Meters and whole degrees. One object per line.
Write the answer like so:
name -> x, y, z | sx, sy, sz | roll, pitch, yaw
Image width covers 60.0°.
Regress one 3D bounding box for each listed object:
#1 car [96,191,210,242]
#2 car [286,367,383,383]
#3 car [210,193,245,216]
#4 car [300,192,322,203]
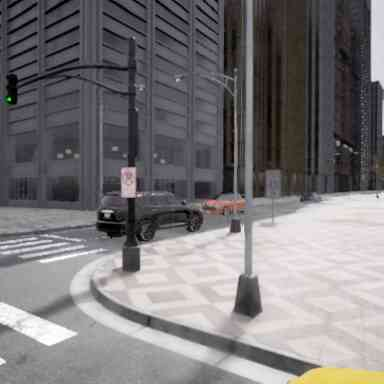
car -> -1.745, 0.973, 15.251 | 2.150, 2.045, 5.566 | 0, 1, 36
car -> 2.473, 1.529, 1.203 | 4.829, 1.417, 1.752 | 0, 0, 36
car -> 2.523, 0.890, 26.490 | 2.097, 1.767, 4.553 | 0, 1, 36
car -> 16.226, 0.730, 45.396 | 1.994, 1.385, 4.181 | 0, 1, 36
